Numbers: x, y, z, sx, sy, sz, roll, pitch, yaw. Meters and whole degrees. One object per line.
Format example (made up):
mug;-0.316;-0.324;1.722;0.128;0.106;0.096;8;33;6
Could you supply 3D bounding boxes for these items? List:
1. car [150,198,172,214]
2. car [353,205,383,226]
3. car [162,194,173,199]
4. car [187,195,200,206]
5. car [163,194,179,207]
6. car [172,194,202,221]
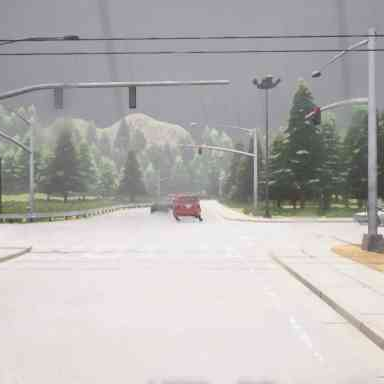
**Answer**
car;-3.551;1.717;37.606;1.895;1.301;4.718;0;0;0
car;13.242;1.543;22.089;4.674;1.442;1.812;-1;0;1
car;-3.528;1.486;44.729;2.097;1.767;4.553;0;0;0
car;0.280;1.498;57.788;2.097;1.767;4.553;0;0;1
car;-3.444;1.381;55.416;2.150;2.045;5.566;0;0;1
car;-0.399;1.302;28.619;2.150;2.045;5.566;-1;0;-3
